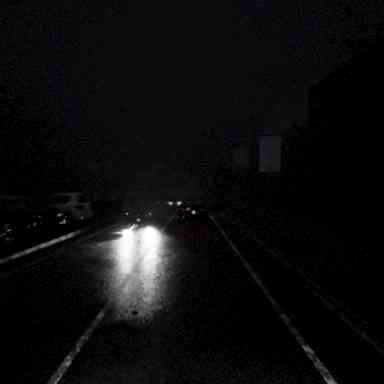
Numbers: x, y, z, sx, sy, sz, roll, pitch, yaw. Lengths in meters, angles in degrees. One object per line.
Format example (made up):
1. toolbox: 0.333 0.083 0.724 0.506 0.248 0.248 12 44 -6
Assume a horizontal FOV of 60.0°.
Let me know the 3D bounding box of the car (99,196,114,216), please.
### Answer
1. car: -8.835 1.309 25.610 4.792 1.488 2.163 0 0 0

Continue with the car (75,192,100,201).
1. car: -22.029 0.968 69.989 4.553 1.767 2.185 0 0 0

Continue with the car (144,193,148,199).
1. car: -8.859 1.221 45.231 4.792 1.488 2.163 0 0 0

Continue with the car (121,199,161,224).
1. car: -3.347 1.430 23.069 1.895 1.301 4.718 0 0 0

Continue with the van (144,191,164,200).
1. van: -9.046 0.831 78.869 4.442 1.987 1.878 0 0 0

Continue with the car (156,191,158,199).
1. car: -8.874 1.010 59.246 4.553 1.767 2.185 0 0 0

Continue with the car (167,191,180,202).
1. car: -3.258 1.118 64.044 1.882 1.535 5.008 0 0 0

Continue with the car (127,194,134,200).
1. car: -9.060 1.233 34.017 5.366 1.575 1.946 0 0 0

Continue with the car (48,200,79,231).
1. car: -8.848 1.338 17.201 5.008 1.535 2.097 0 0 0

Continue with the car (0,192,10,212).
1. car: -21.925 0.987 33.777 5.566 2.045 2.435 0 0 0

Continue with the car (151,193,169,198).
1. car: -8.976 1.006 92.893 4.792 1.488 2.163 0 1 0

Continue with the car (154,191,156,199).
1. car: -8.870 1.021 56.443 4.553 1.767 2.185 0 0 0

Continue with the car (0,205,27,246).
1. car: -8.842 1.380 11.595 4.892 1.521 2.231 0 0 0

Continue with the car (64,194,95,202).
1. car: -21.806 1.113 64.439 5.366 1.575 1.946 0 0 0

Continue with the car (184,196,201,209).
1. car: 0.105 1.278 42.197 2.033 1.411 5.357 0 0 0

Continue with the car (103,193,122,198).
1. car: -21.996 1.015 92.204 4.792 1.488 2.163 0 0 0

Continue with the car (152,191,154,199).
1. car: -8.929 1.032 53.640 4.553 1.767 2.185 0 0 0

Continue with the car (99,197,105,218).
1. car: -8.856 1.299 22.812 4.892 1.521 2.231 0 0 0

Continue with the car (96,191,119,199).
1. car: -21.990 0.771 86.644 5.566 2.045 2.435 0 0 0

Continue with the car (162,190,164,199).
1. car: -8.883 0.861 64.852 5.566 2.045 2.435 0 0 0

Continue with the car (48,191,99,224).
1. car: -8.885 1.067 20.003 5.566 2.045 2.435 0 0 0

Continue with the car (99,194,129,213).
1. car: -8.866 1.248 31.217 5.008 1.535 2.097 0 0 0

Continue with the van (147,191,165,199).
1. van: -9.053 0.808 84.473 4.442 1.987 1.878 0 0 0

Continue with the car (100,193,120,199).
1. car: -22.050 1.034 89.421 4.792 1.488 2.163 0 0 0

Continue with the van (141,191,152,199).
1. van: -8.778 0.943 50.836 4.442 1.987 1.878 0 0 0

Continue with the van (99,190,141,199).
1. van: -8.764 0.988 39.623 4.442 1.987 1.878 0 0 0

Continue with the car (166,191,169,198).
1. car: -8.904 0.794 81.673 5.566 2.045 2.435 0 0 0

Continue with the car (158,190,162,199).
1. car: -8.880 0.873 62.049 5.566 2.045 2.435 0 0 0

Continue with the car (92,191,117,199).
1. car: -22.043 0.787 83.868 5.566 2.045 2.435 0 0 0

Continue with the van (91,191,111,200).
1. van: -22.128 0.824 81.091 4.442 1.987 1.878 0 0 0

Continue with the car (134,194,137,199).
1. car: -8.907 1.254 36.821 4.792 1.488 2.163 0 0 0

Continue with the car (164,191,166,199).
1. car: -8.916 1.080 73.263 4.892 1.521 2.231 0 0 0

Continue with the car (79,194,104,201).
1. car: -21.973 1.112 72.767 4.792 1.488 2.163 0 0 0

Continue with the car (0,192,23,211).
1. car: -21.928 0.977 36.438 5.566 2.045 2.435 0 0 0

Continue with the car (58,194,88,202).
1. car: -21.993 1.128 61.662 4.892 1.521 2.231 0 0 0

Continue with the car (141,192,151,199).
1. car: -8.886 1.180 48.034 5.008 1.535 2.097 0 0 0

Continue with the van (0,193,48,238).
1. van: -8.967 1.133 14.396 4.442 1.987 1.878 0 0 0

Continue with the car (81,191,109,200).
1. car: -22.034 0.820 75.541 5.566 2.045 2.435 0 0 0

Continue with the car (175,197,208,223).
1. car: 0.102 1.328 23.789 2.163 1.488 4.792 0 0 0

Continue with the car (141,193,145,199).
1. car: -8.855 1.232 42.427 4.792 1.488 2.163 0 0 0
